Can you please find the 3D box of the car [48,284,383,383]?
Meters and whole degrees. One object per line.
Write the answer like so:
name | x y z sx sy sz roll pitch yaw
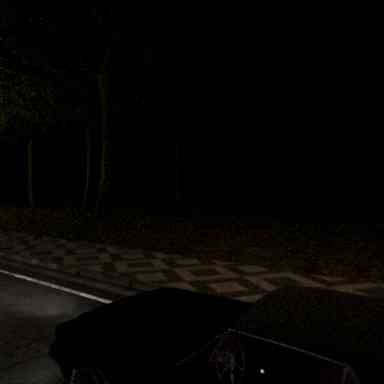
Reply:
car | 0.780 1.599 3.005 4.718 1.301 1.895 0 0 36
